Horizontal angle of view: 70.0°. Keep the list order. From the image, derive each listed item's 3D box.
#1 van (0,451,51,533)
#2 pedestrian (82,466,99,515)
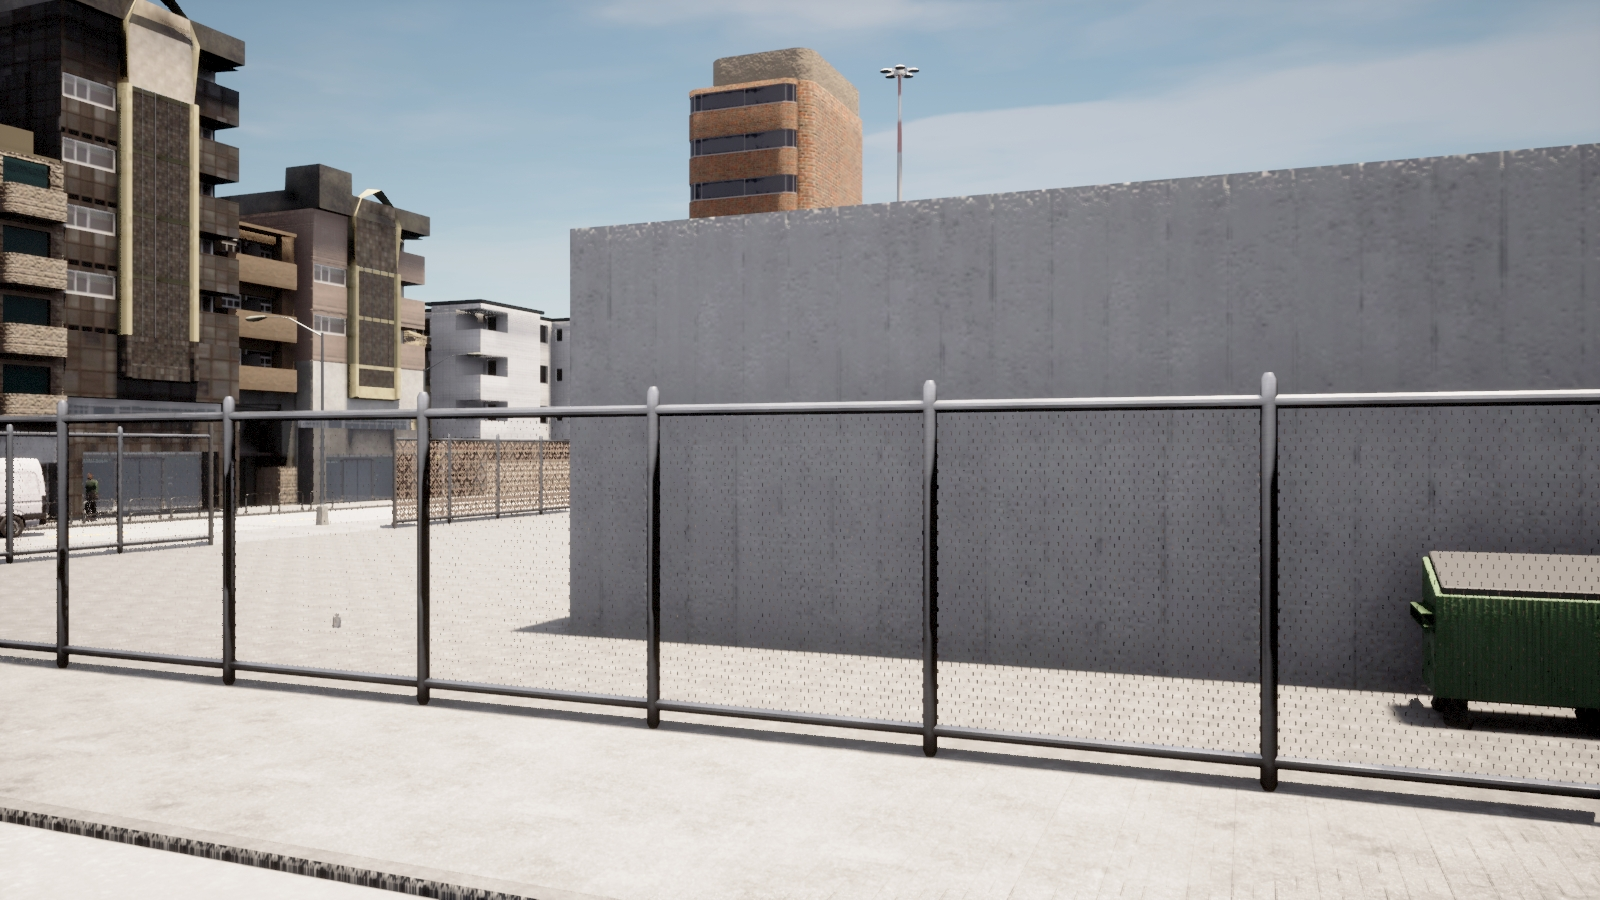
[{"bbox_3d":[-26.517,1.314,35.024,1.988,2.561,5.915,0,0,21],"label":"van"},{"bbox_3d":[-26.827,1.523,43.191,0.375,1.860,0.375,0,0,12],"label":"pedestrian"}]
